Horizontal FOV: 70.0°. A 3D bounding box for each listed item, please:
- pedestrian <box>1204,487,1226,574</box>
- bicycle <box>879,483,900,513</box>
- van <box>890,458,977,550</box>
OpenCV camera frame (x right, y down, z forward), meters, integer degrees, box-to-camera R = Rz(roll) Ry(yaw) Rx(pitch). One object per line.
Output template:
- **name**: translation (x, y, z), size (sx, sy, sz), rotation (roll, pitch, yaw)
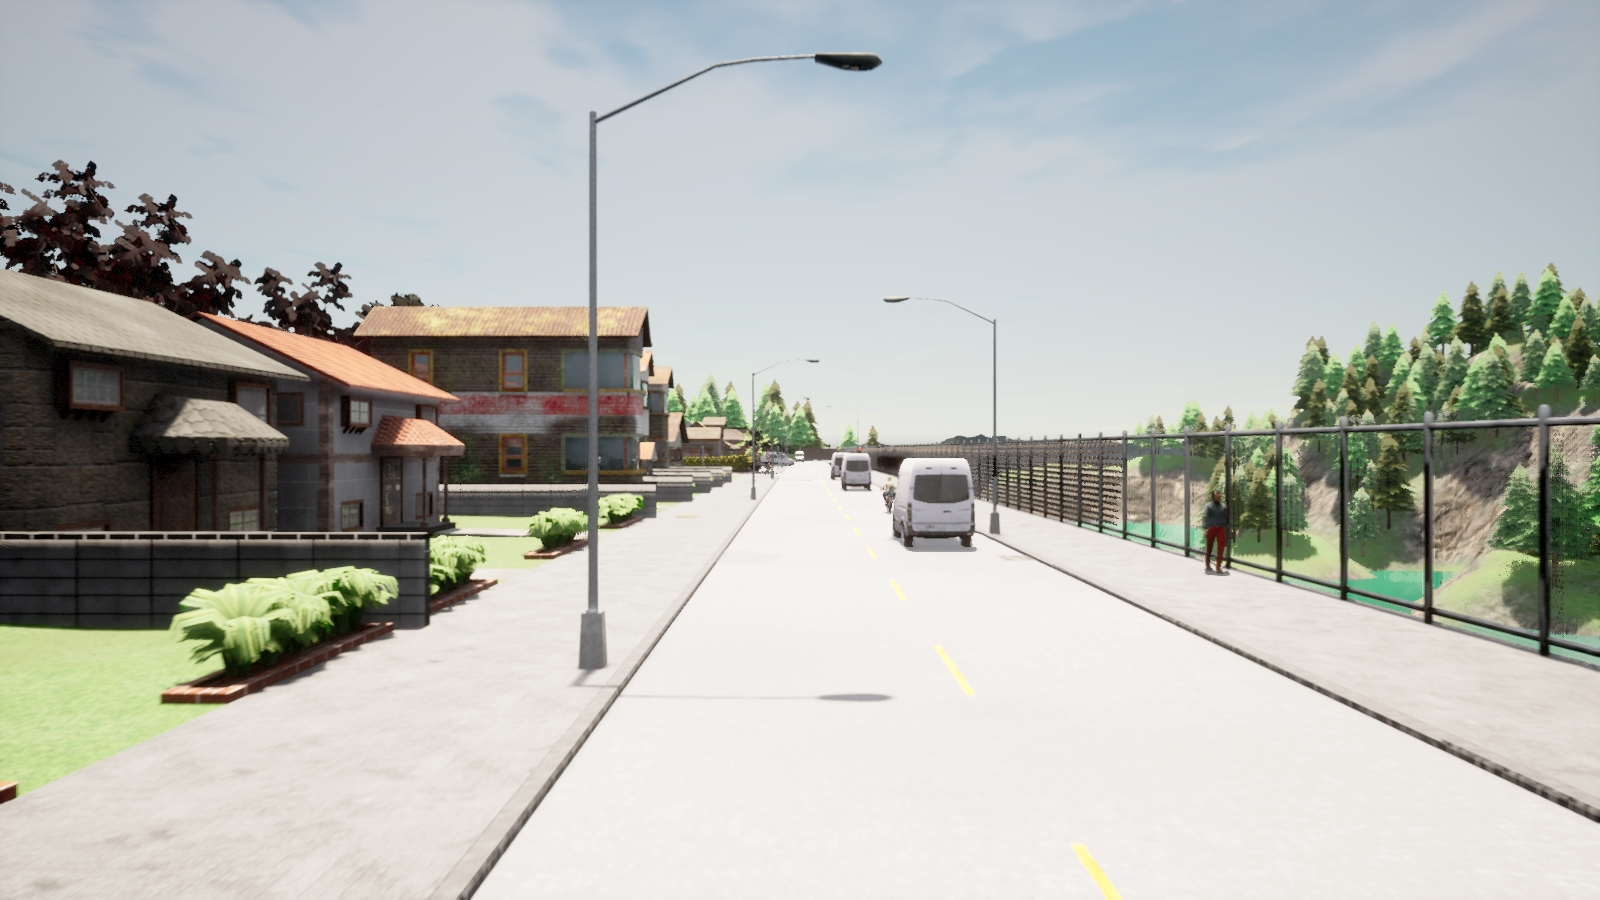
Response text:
- **pedestrian**: translation (9.028, 1.743, 24.853), size (0.375, 1.860, 0.375), rotation (0, 0, 4)
- **bicycle**: translation (4.001, 2.158, 51.186), size (0.859, 1.276, 1.487), rotation (0, 0, 0)
- **van**: translation (3.985, 1.534, 35.072), size (1.988, 2.561, 5.915), rotation (0, 0, 0)
